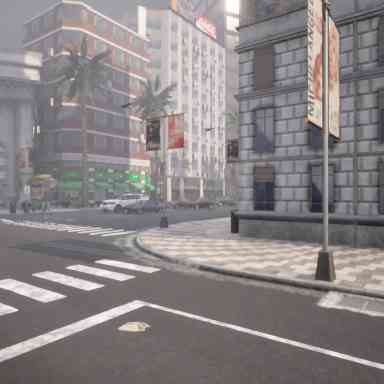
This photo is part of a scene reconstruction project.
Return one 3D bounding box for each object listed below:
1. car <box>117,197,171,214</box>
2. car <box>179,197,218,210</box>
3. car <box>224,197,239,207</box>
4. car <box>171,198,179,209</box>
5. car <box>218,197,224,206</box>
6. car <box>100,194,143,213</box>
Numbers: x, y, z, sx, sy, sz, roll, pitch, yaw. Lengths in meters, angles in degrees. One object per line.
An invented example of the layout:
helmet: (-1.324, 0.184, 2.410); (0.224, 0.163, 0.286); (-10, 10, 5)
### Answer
car: (-5.056, 1.547, 35.651); (2.033, 1.411, 5.357); (0, 0, 36)
car: (0.907, 1.478, 43.629); (1.882, 1.535, 5.008); (0, 0, 38)
car: (7.438, 1.564, 51.225); (4.181, 1.385, 1.994); (0, 0, -43)
car: (-1.771, 1.526, 45.847); (1.812, 1.442, 4.674); (0, 0, 37)
car: (4.881, 1.492, 53.605); (4.902, 1.511, 2.128); (0, 0, -44)
car: (-7.771, 1.221, 37.844); (2.150, 2.045, 5.566); (0, 0, 36)
